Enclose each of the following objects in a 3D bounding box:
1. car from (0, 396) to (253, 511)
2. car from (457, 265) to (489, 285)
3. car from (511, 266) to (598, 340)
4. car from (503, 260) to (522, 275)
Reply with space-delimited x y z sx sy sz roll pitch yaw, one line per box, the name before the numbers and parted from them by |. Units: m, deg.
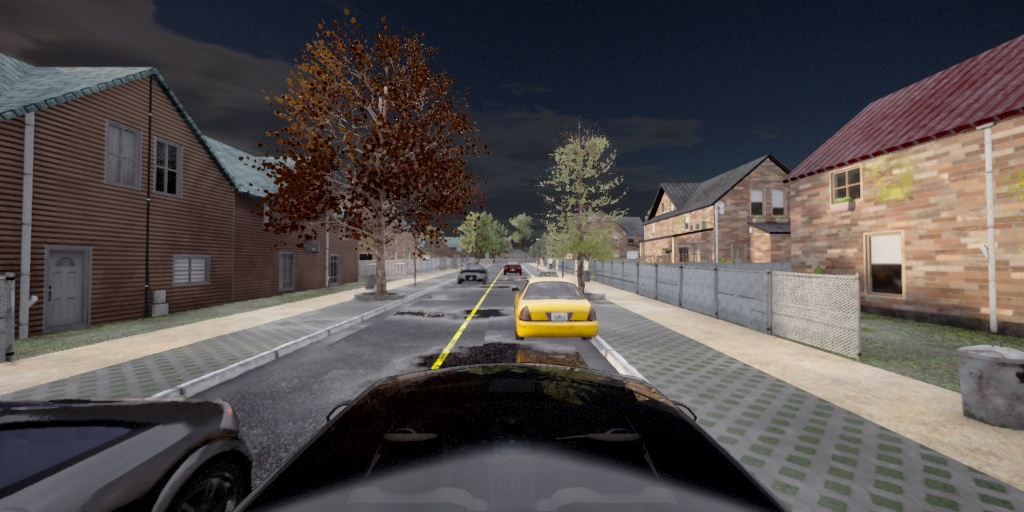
car | -2.850 1.314 0.837 1.994 1.385 4.181 0 0 0
car | -2.740 1.324 25.987 1.994 1.385 4.181 0 0 0
car | 0.965 1.208 9.855 1.801 1.575 5.366 0 0 0
car | 0.093 1.247 38.796 1.882 1.535 5.008 0 0 0
